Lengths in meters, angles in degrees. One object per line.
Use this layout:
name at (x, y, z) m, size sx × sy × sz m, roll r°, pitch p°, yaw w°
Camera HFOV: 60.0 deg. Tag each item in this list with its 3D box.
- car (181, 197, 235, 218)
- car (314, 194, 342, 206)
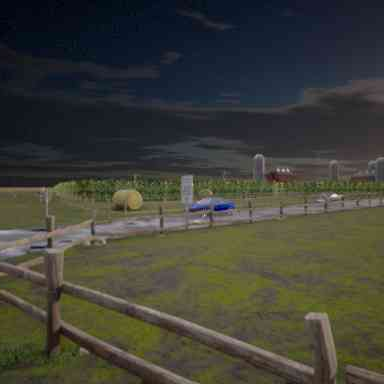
car at (1.359, 1.182, 26.599) m, size 5.008 × 1.535 × 1.882 m, roll -1°, pitch 1°, yaw -44°
car at (17.067, 0.948, 41.764) m, size 4.902 × 1.511 × 2.128 m, roll -1°, pitch 1°, yaw -44°
